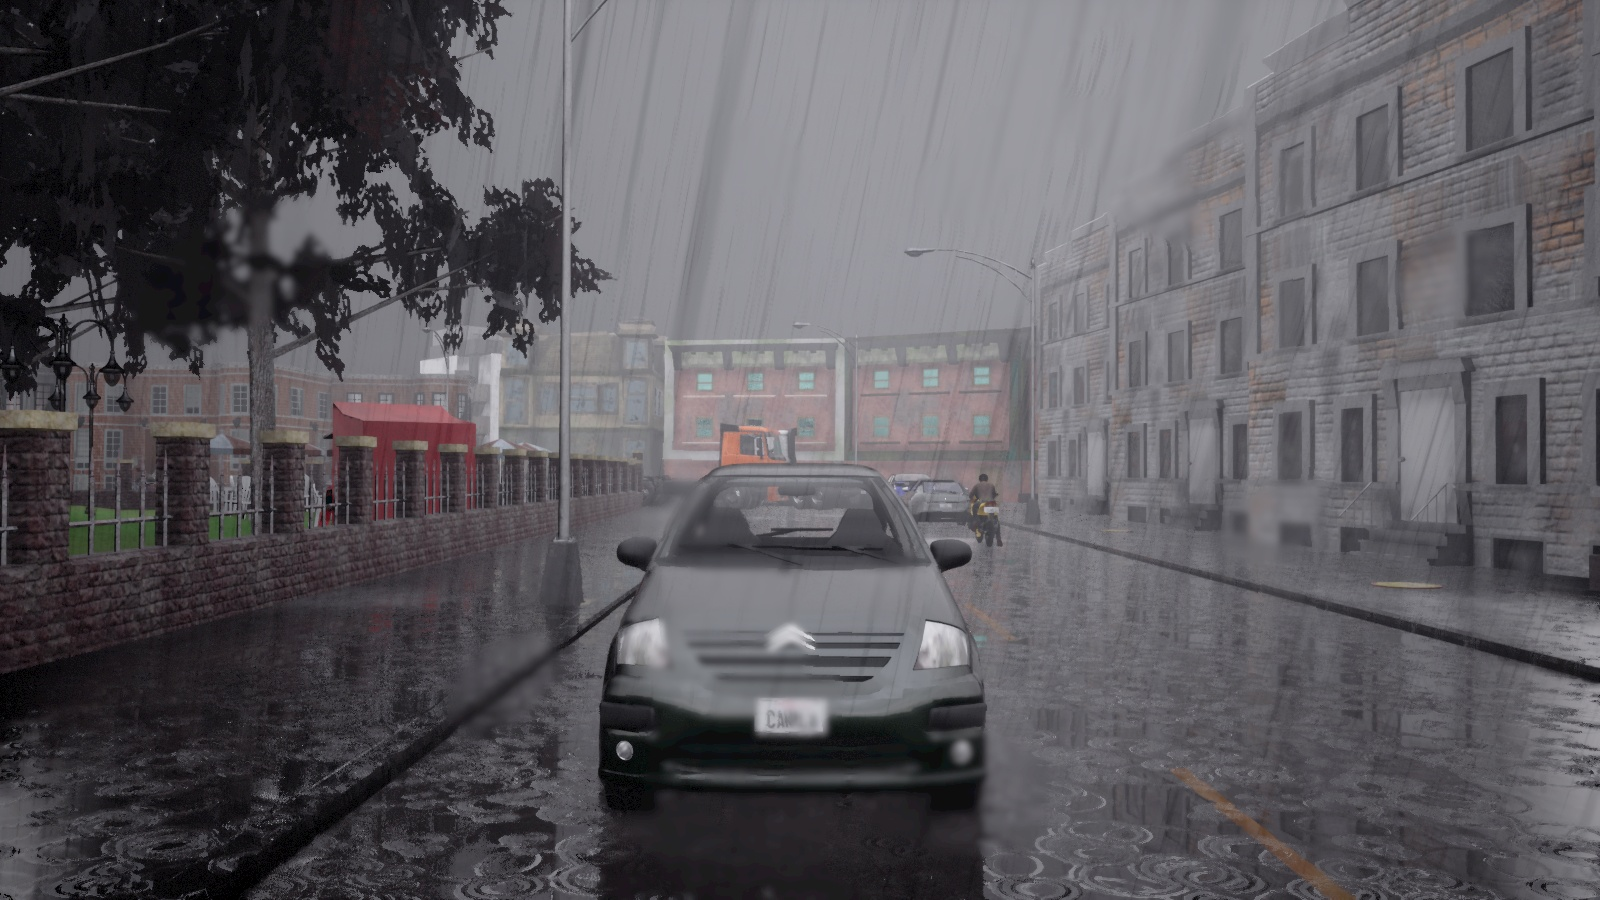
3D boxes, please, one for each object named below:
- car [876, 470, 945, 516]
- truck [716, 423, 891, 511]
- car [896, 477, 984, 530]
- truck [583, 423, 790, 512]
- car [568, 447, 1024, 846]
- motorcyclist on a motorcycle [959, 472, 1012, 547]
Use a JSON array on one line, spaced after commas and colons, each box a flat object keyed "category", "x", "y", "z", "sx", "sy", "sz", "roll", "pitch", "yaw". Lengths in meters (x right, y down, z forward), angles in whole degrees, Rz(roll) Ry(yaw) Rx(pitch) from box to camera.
[{"category": "car", "x": 3.843, "y": 1.489, "z": 44.325, "sx": 2.007, "sy": 1.525, "sz": 4.514, "roll": 0, "pitch": -1, "yaw": -1}, {"category": "truck", "x": 0.008, "y": 0.731, "z": 53.570, "sx": 2.891, "sy": 3.462, "sz": 7.936, "roll": -1, "pitch": 0, "yaw": -41}, {"category": "car", "x": 3.885, "y": 1.458, "z": 35.530, "sx": 1.994, "sy": 1.385, "sz": 4.181, "roll": 0, "pitch": -1, "yaw": -1}, {"category": "truck", "x": -4.576, "y": 0.706, "z": 51.288, "sx": 7.936, "sy": 3.462, "sz": 2.891, "roll": 0, "pitch": -1, "yaw": 10}, {"category": "car", "x": -0.023, "y": 0.832, "z": 7.114, "sx": 1.851, "sy": 1.617, "sz": 3.988, "roll": 0, "pitch": -1, "yaw": 0}, {"category": "motorcyclist on a motorcycle", "x": 3.910, "y": 1.226, "z": 26.584, "sx": 0.797, "sy": 1.523, "sz": 2.044, "roll": 0, "pitch": -1, "yaw": 0}]
